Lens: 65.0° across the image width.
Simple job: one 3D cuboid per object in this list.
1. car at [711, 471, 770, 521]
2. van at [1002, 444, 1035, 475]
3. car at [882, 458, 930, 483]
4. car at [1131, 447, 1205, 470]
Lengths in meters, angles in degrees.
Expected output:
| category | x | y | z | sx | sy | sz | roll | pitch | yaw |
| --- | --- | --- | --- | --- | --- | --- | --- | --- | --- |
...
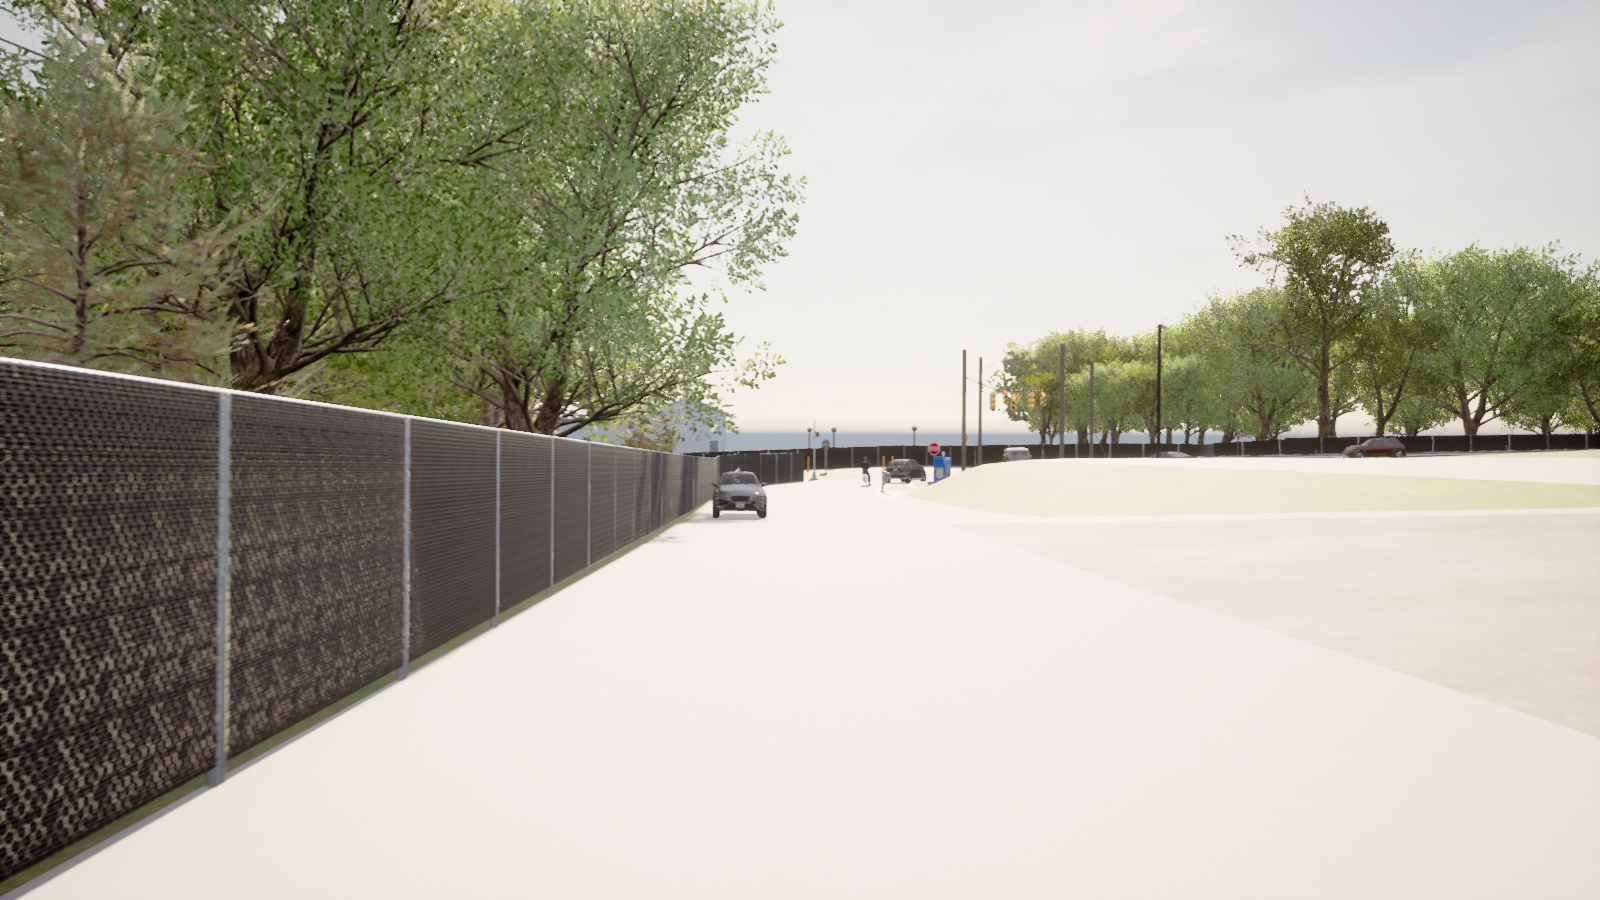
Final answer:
| category | x | y | z | sx | sy | sz | roll | pitch | yaw |
| --- | --- | --- | --- | --- | --- | --- | --- | --- | --- |
| car | -1.991 | 1.467 | 41.205 | 1.816 | 1.474 | 4.193 | 0 | 0 | -4 |
| van | 16.167 | 0.690 | 93.040 | 1.775 | 1.987 | 4.442 | -3 | 2 | 2 |
| car | 6.971 | 1.328 | 82.301 | 1.789 | 1.549 | 3.705 | 0 | 0 | 28 |
| car | 25.967 | 0.621 | 88.773 | 2.033 | 1.411 | 5.357 | -1 | -2 | -23 |
